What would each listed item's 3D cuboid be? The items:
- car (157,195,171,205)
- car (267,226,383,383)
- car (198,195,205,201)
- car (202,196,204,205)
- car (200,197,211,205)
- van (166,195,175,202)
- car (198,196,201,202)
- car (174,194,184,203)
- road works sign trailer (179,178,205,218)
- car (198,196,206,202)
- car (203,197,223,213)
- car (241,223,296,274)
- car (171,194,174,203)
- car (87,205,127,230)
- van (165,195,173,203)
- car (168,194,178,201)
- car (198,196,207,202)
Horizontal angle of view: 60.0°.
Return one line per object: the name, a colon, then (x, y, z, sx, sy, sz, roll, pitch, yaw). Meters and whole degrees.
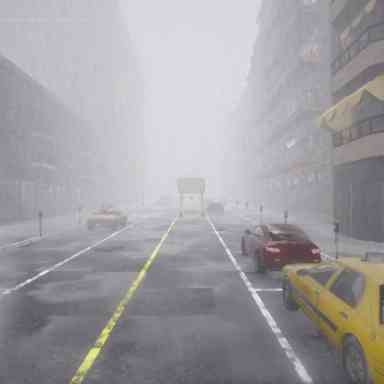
car: (-5.296, 1.646, 59.884, 1.752, 1.417, 4.829, 2, 0, 0)
car: (2.586, 1.528, 4.860, 1.752, 1.417, 4.829, 2, 0, 0)
car: (2.593, 1.707, 93.177, 1.967, 1.590, 4.097, 1, 0, 0)
car: (2.585, 1.593, 43.571, 1.752, 1.417, 4.829, 1, 0, 0)
car: (2.583, 1.692, 65.523, 2.008, 1.369, 4.403, 1, 0, 0)
van: (-5.292, 1.552, 82.177, 1.690, 1.788, 3.998, 1, 0, 0)
car: (2.584, 1.666, 59.991, 1.887, 1.381, 4.507, 1, 0, 0)
car: (-2.751, 1.640, 75.993, 1.837, 1.490, 4.892, 0, 0, 0)
road works sign trailer: (-0.021, 0.487, 30.539, 2.380, 3.560, 2.880, -1, 0, 0)
car: (2.583, 1.783, 87.645, 1.887, 1.381, 4.507, 1, 0, 0)
car: (2.584, 1.598, 37.869, 1.887, 1.381, 4.507, 1, 0, 0)
car: (2.584, 1.589, 10.219, 1.802, 1.307, 4.206, 1, 0, 0)
car: (-5.290, 1.456, 65.587, 2.192, 1.841, 5.009, 2, 0, 0)
car: (-5.294, 1.545, 21.177, 1.752, 1.417, 4.829, 2, 0, 0)
van: (-5.291, 1.526, 76.645, 1.690, 1.788, 3.998, 2, 0, 0)
car: (-5.292, 1.582, 93.238, 2.192, 1.841, 5.009, 1, 0, 0)
car: (2.583, 1.756, 82.115, 1.887, 1.381, 4.507, 1, 0, 0)
